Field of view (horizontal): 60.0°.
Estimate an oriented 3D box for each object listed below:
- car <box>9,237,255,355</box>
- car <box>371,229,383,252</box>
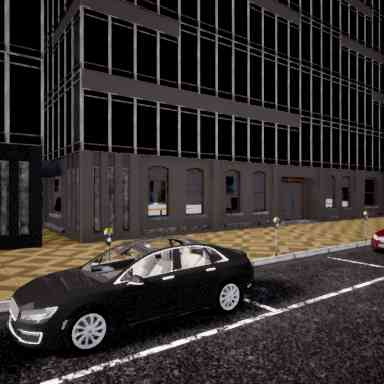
[{"bbox_3d":[-0.797,1.551,5.991,4.403,1.369,2.008,0,0,-35],"label":"car"},{"bbox_3d":[8.472,1.581,12.601,4.206,1.307,1.802,0,0,-35],"label":"car"}]
